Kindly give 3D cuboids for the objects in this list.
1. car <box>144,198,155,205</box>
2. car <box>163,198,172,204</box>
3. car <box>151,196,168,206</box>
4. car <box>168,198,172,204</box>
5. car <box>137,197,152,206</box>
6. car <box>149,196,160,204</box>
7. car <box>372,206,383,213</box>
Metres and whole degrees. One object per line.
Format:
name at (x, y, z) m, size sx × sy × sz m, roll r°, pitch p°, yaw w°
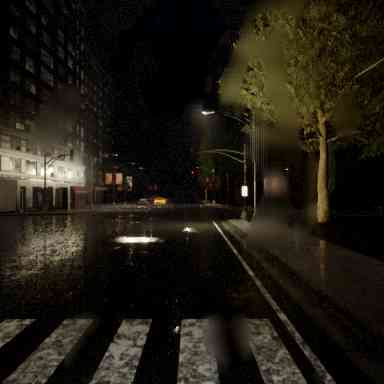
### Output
car at (-9.578, 2.133, 75.517) m, size 1.994 × 1.385 × 4.181 m, roll 0°, pitch -1°, yaw 0°
car at (-6.303, 2.264, 86.178) m, size 1.812 × 1.442 × 4.674 m, roll 0°, pitch -1°, yaw 0°
car at (-6.350, 1.926, 65.976) m, size 1.882 × 1.535 × 5.008 m, roll 0°, pitch -1°, yaw 0°
car at (-6.327, 2.127, 75.976) m, size 2.033 × 1.411 × 5.357 m, roll 0°, pitch -1°, yaw 0°
car at (-9.601, 2.008, 65.649) m, size 1.994 × 1.385 × 4.181 m, roll 0°, pitch -1°, yaw 0°
car at (-9.553, 1.961, 85.923) m, size 2.150 × 2.045 × 5.566 m, roll 0°, pitch -1°, yaw 0°
car at (41.779, 3.912, 74.422) m, size 4.892 × 1.490 × 1.837 m, roll 4°, pitch -3°, yaw -45°
